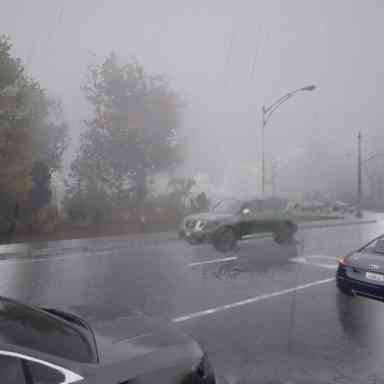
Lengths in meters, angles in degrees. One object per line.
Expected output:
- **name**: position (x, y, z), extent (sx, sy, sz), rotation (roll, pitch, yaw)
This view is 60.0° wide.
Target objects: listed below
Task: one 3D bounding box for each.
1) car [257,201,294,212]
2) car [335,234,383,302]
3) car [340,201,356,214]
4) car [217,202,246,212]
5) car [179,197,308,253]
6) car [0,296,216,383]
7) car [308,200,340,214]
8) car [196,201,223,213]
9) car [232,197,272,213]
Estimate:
- **car**: position (11.712, 2.067, 47.004), extent (2.128, 1.511, 4.902), rotation (0, -3, -32)
- **car**: position (5.112, 1.574, 7.402), extent (4.181, 1.385, 1.994), rotation (0, 0, -34)
- **car**: position (16.713, 1.741, 39.052), extent (2.128, 1.511, 4.902), rotation (0, -2, -34)
- **car**: position (6.445, 2.564, 55.367), extent (2.128, 1.511, 4.902), rotation (0, -3, -32)
- **car**: position (2.134, 1.235, 14.103), extent (5.566, 2.045, 2.150), rotation (0, 0, -35)
- **car**: position (-2.033, 1.505, 2.297), extent (4.892, 1.490, 1.837), rotation (0, 0, -36)
- **car**: position (13.534, 1.741, 37.550), extent (2.128, 1.511, 4.902), rotation (0, -2, -32)
- **car**: position (2.792, 2.480, 54.602), extent (2.097, 1.767, 4.553), rotation (0, -3, -32)
- **car**: position (8.235, 1.831, 45.953), extent (2.150, 2.045, 5.566), rotation (0, -3, -32)
